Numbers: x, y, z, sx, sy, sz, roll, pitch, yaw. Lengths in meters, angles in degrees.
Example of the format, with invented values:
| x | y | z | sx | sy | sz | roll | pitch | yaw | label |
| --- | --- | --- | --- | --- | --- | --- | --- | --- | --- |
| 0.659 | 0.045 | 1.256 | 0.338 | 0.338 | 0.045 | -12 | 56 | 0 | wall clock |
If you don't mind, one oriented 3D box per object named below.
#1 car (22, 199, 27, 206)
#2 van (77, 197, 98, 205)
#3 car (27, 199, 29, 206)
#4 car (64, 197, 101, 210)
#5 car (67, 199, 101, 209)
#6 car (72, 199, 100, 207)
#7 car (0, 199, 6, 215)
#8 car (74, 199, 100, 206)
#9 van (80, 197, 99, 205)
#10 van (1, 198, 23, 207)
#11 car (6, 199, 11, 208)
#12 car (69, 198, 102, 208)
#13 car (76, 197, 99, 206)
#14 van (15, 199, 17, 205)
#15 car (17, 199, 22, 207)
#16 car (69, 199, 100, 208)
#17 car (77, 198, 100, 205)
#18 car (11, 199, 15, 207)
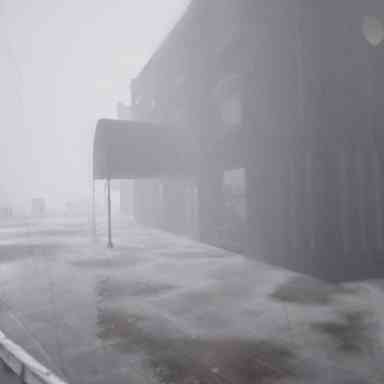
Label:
| x | y | z | sx | sy | sz | roll | pitch | yaw | label |
| --- | --- | --- | --- | --- | --- | --- | --- | --- | --- |
| -42.830 | 2.817 | 78.575 | 5.366 | 1.575 | 1.946 | -2 | -1 | -36 | car |
| -25.123 | 2.142 | 80.340 | 4.442 | 1.987 | 1.878 | 0 | -1 | -36 | van |
| -44.561 | 2.978 | 84.132 | 4.674 | 1.452 | 2.002 | -2 | 0 | -36 | car |
| -16.328 | 1.809 | 49.340 | 4.892 | 1.521 | 2.231 | 0 | -1 | -36 | car |
| -17.900 | 1.910 | 54.988 | 4.892 | 1.521 | 2.231 | 0 | -1 | -36 | car |
| -21.061 | 2.111 | 66.284 | 4.892 | 1.521 | 2.231 | 0 | -1 | -36 | car |
| -21.943 | 1.753 | 35.724 | 1.837 | 1.490 | 4.892 | 0 | -1 | -43 | car |
| -22.649 | 2.213 | 71.937 | 4.892 | 1.521 | 2.231 | 0 | -1 | -36 | car |
| -26.522 | 2.253 | 86.132 | 4.442 | 1.987 | 1.878 | 0 | -1 | -36 | van |
| -43.875 | 2.659 | 81.232 | 4.442 | 1.987 | 1.878 | -2 | 0 | -36 | van |
| -39.784 | 2.487 | 67.145 | 4.553 | 1.767 | 2.185 | -2 | 0 | -36 | car |
| -19.343 | 2.006 | 60.748 | 5.366 | 1.575 | 1.946 | 0 | -1 | -36 | car |
| -23.420 | 2.137 | 74.776 | 4.553 | 1.767 | 2.185 | 0 | -1 | -36 | car |
| -41.489 | 2.495 | 72.725 | 4.442 | 1.987 | 1.878 | -2 | 0 | -36 | van |
| -42.178 | 2.771 | 75.632 | 4.892 | 1.521 | 2.231 | -2 | 0 | -36 | car |
| -18.695 | 1.999 | 57.810 | 4.674 | 1.452 | 2.002 | 0 | -1 | -36 | car |
| -25.826 | 2.423 | 83.232 | 5.008 | 1.535 | 2.097 | 0 | -1 | -36 | car |
| -40.620 | 2.695 | 69.943 | 4.792 | 1.488 | 2.163 | -2 | 0 | -36 | car |
